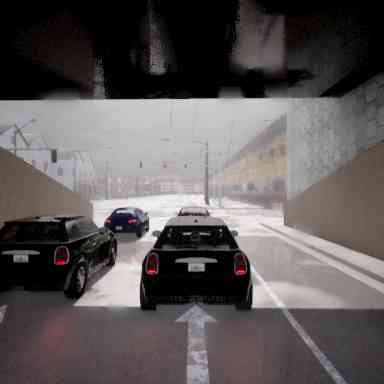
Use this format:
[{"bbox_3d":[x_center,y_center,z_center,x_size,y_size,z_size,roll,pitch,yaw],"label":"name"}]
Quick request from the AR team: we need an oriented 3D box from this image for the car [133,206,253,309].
[{"bbox_3d":[0.081,1.350,7.997,2.097,1.767,4.553,0,0,0],"label":"car"}]

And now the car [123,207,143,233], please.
[{"bbox_3d":[-3.409,1.522,17.812,1.812,1.442,4.674,0,0,0],"label":"car"}]

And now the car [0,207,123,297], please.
[{"bbox_3d":[-3.413,1.350,8.760,2.097,1.767,4.553,0,0,0],"label":"car"}]

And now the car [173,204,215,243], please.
[{"bbox_3d":[0.091,1.474,17.265,1.882,1.535,5.008,0,0,0],"label":"car"}]
